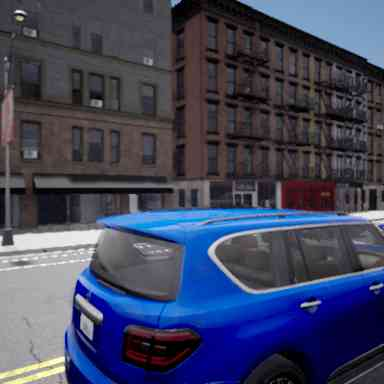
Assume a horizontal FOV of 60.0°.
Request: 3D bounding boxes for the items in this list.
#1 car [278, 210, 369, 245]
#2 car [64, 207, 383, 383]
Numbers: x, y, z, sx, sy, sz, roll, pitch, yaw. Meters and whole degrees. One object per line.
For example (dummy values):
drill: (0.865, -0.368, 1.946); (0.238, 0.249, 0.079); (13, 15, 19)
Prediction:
car: (6.536, 1.638, 16.333); (4.718, 1.301, 1.895); (0, 0, -35)
car: (1.295, 1.228, 4.364); (5.566, 2.045, 2.150); (0, 0, -36)
